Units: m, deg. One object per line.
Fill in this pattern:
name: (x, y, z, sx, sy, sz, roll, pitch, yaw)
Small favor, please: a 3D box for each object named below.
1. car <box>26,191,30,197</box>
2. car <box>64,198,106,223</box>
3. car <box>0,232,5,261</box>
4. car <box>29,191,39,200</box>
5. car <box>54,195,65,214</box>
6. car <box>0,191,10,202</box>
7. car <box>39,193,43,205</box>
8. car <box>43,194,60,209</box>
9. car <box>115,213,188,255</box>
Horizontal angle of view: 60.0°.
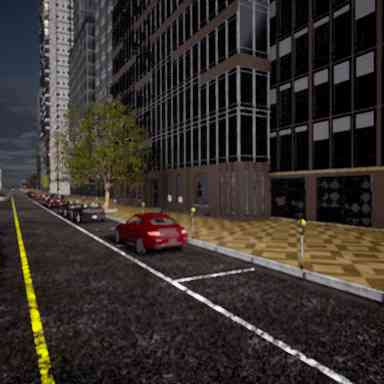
car: (-37.084, 0.568, 77.415, 1.947, 1.339, 4.313, -1, 1, -29)
car: (-7.067, 1.273, 22.467, 2.008, 1.369, 4.403, -1, 1, -29)
car: (-6.045, 1.434, 8.723, 1.812, 1.442, 4.674, -1, 1, -29)
car: (-28.897, 0.754, 62.430, 1.887, 1.381, 4.507, -1, 1, -29)
car: (-9.796, 1.212, 27.462, 2.008, 1.369, 4.403, -1, 1, -29)
car: (-30.243, 0.711, 53.017, 2.097, 1.767, 4.553, -1, 1, -29)
car: (-17.983, 0.911, 42.446, 1.967, 1.590, 4.097, -1, 1, -29)
car: (-15.254, 0.975, 37.451, 1.967, 1.590, 4.097, -1, 1, -29)
car: (-1.609, 1.418, 12.476, 1.802, 1.307, 4.206, -1, 1, -29)
